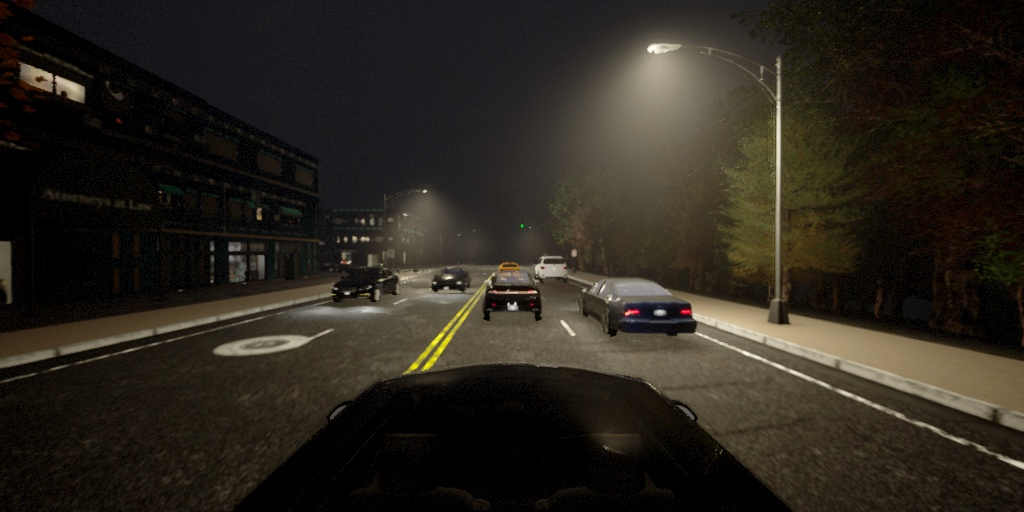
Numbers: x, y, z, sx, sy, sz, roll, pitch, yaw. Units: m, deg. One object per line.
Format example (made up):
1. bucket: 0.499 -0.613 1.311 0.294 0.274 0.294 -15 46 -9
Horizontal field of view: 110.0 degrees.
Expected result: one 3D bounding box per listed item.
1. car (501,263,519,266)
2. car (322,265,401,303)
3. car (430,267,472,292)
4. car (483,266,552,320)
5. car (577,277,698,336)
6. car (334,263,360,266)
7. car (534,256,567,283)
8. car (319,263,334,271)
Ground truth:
1. car: -0.186 1.308 30.307 1.882 1.535 5.008 0 0 -1
2. car: -6.741 1.301 17.042 1.837 1.490 4.892 0 -1 -1
3. car: -3.543 1.355 21.871 2.033 1.411 5.357 0 0 -1
4. car: -0.001 1.274 12.794 2.128 1.511 4.902 0 0 -1
5. car: 3.277 1.321 10.503 2.033 1.411 5.357 0 0 -1
6. car: -20.417 1.700 47.022 4.313 1.339 1.948 0 0 -1
7. car: 3.079 1.046 28.968 2.150 2.045 5.566 0 0 -1
8. car: -28.842 1.723 55.443 4.403 1.370 2.007 0 0 -1
